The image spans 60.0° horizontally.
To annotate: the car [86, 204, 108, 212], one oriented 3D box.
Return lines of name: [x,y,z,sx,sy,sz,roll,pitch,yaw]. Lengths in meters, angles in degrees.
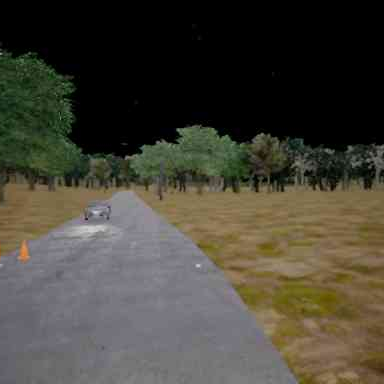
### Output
car: [-7.306,1.323,26.210,2.128,1.511,4.902,0,0,-11]

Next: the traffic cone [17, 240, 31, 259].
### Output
traffic cone: [-5.733,1.951,11.364,0.340,0.580,0.340,0,0,-8]
